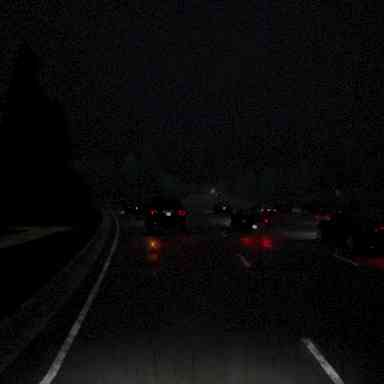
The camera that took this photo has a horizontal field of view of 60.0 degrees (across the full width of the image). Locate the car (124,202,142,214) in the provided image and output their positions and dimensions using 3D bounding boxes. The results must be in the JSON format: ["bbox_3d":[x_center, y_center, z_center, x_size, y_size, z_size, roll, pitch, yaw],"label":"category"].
[{"bbox_3d":[-6.713,1.794,38.564,1.994,1.385,4.181,0,0,-18],"label":"car"}]

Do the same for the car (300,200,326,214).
[{"bbox_3d":[14.111,1.723,38.741,2.128,1.511,4.902,0,0,0],"label":"car"}]

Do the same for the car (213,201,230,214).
[{"bbox_3d":[3.609,1.799,39.386,1.994,1.385,4.181,0,0,0],"label":"car"}]

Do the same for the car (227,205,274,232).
[{"bbox_3d":[3.605,1.728,21.295,1.895,1.301,4.718,0,0,0],"label":"car"}]

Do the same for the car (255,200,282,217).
[{"bbox_3d":[7.108,1.747,33.397,2.033,1.411,5.357,0,0,0],"label":"car"}]

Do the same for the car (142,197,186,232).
[{"bbox_3d":[-1.809,1.348,21.105,2.150,2.045,5.566,0,0,-11],"label":"car"}]

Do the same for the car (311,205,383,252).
[{"bbox_3d":[7.104,1.564,14.384,1.882,1.535,5.008,0,0,0],"label":"car"}]

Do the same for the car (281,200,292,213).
[{"bbox_3d":[10.610,1.718,40.343,1.882,1.535,5.008,0,0,0],"label":"car"}]
